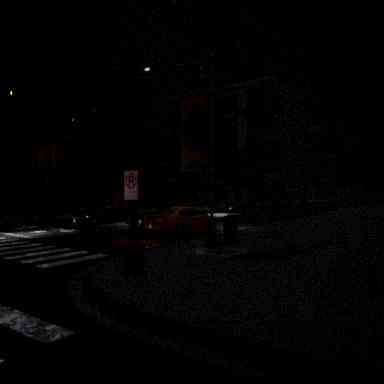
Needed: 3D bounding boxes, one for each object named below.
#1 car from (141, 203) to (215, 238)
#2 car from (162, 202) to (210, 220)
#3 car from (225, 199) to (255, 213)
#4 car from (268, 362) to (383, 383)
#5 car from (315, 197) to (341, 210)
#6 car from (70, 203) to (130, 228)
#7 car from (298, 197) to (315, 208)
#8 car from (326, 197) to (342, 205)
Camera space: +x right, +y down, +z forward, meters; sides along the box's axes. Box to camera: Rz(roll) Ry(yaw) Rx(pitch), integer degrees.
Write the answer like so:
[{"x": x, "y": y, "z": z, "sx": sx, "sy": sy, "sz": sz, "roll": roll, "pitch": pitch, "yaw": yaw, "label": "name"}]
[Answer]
[{"x": -0.574, "y": 1.506, "z": 18.075, "sx": 1.882, "sy": 1.535, "sz": 5.008, "roll": 0, "pitch": 0, "yaw": 35, "label": "car"}, {"x": -0.408, "y": 1.638, "z": 29.932, "sx": 1.895, "sy": 1.301, "sz": 4.718, "roll": 0, "pitch": 0, "yaw": 36, "label": "car"}, {"x": 5.620, "y": 1.550, "z": 38.424, "sx": 2.128, "sy": 1.511, "sz": 4.902, "roll": 0, "pitch": 0, "yaw": 35, "label": "car"}, {"x": 2.209, "y": 1.551, "z": 1.270, "sx": 4.403, "sy": 1.369, "sz": 2.008, "roll": 0, "pitch": 0, "yaw": 36, "label": "car"}, {"x": 18.836, "y": 1.578, "z": 45.536, "sx": 1.882, "sy": 1.535, "sz": 5.008, "roll": 0, "pitch": 0, "yaw": 35, "label": "car"}, {"x": -5.767, "y": 1.513, "z": 22.325, "sx": 2.128, "sy": 1.511, "sz": 4.902, "roll": 0, "pitch": 0, "yaw": 36, "label": "car"}, {"x": 17.190, "y": 1.452, "z": 48.837, "sx": 2.097, "sy": 1.767, "sz": 4.553, "roll": 0, "pitch": 0, "yaw": 35, "label": "car"}, {"x": 26.385, "y": 1.672, "z": 61.847, "sx": 1.812, "sy": 1.442, "sz": 4.674, "roll": 0, "pitch": 0, "yaw": 35, "label": "car"}]
